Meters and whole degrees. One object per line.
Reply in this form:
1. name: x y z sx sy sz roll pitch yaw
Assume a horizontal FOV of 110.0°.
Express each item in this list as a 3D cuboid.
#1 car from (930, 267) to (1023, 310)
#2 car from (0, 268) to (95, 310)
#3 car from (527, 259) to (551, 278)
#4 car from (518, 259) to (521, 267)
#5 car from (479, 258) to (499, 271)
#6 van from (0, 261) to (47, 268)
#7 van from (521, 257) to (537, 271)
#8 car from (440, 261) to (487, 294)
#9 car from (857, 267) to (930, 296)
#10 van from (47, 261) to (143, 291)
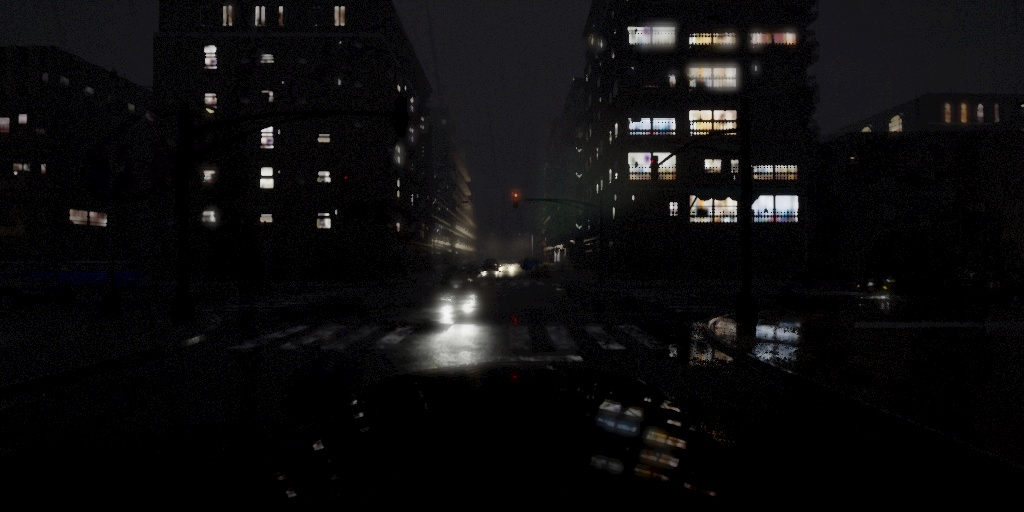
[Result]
1. car: 18.665 1.101 13.164 4.097 1.591 1.967 0 0 1
2. car: -19.362 1.288 13.677 4.403 1.370 2.007 0 0 1
3. car: 2.628 1.283 33.594 1.751 1.417 4.829 0 0 0
4. car: 2.458 1.089 53.081 2.192 1.841 5.009 0 0 0
5. car: -2.849 1.114 48.710 2.097 1.767 4.553 0 0 0
6. van: -30.444 1.197 21.706 3.998 1.789 1.690 0 0 1
7. van: 2.502 1.110 47.427 1.690 1.789 3.998 0 0 0
8. car: -2.789 1.246 20.304 2.128 1.511 4.902 0 0 0
9. car: 20.611 1.288 18.562 4.181 1.385 1.994 0 -1 1
10. van: -24.850 1.186 21.631 3.998 1.789 1.690 0 0 1
